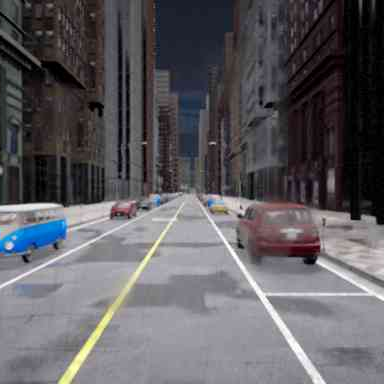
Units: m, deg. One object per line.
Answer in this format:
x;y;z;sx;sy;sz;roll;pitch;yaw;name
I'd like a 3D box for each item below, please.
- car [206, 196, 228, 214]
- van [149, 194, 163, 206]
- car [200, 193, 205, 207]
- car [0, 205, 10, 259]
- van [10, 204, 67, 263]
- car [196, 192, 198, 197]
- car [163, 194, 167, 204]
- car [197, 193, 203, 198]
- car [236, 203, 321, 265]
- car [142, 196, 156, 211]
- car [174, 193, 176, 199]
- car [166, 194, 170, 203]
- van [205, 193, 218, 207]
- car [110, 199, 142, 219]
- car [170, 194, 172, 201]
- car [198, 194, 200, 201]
2.744;1.474;34.284;1.752;1.417;4.829;0;0;0;car
-5.790;1.275;51.007;1.690;1.788;3.998;0;0;0;van
2.736;1.372;51.023;1.967;1.590;4.097;0;0;0;car
-5.768;1.306;5.913;2.192;1.841;5.009;0;0;0;car
-5.770;1.323;11.549;1.690;1.788;3.998;0;0;0;van
2.719;1.213;84.841;2.192;1.841;5.009;0;0;0;car
-5.791;1.494;56.644;1.947;1.339;4.313;0;0;0;car
2.725;1.349;73.567;1.967;1.590;4.097;0;0;0;car
2.755;1.294;11.568;2.192;1.841;5.009;0;0;0;car
-5.783;1.511;39.734;1.947;1.339;4.313;0;0;0;car
-5.805;1.340;84.828;1.967;1.590;4.097;0;0;0;car
-5.794;1.488;62.281;1.947;1.339;4.313;0;0;0;car
2.741;1.284;39.750;1.690;1.788;3.998;0;0;0;van
-5.778;1.502;28.460;1.887;1.381;4.507;0;0;0;car
-5.798;1.231;67.917;2.192;1.841;5.009;0;0;0;car
2.731;1.471;62.295;2.008;1.369;4.403;0;0;0;car
